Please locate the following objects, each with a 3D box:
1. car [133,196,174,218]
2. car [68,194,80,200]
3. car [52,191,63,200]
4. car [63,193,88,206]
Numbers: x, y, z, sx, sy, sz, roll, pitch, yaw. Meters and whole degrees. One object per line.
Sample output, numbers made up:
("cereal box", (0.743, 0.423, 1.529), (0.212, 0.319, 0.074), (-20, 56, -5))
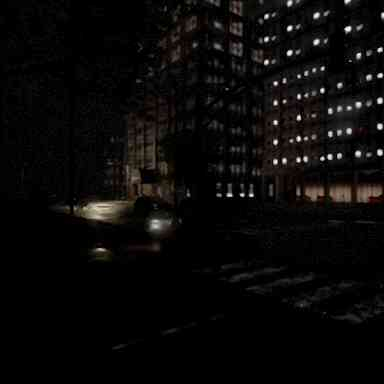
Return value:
("car", (-3.125, 1.132, 27.300), (2.097, 1.767, 4.553), (0, 0, -34))
("car", (-30.377, 1.258, 85.740), (1.994, 1.385, 4.181), (0, 0, -34))
("car", (-32.846, 1.212, 83.586), (2.128, 1.511, 4.902), (0, 0, -34))
("car", (-16.196, 1.089, 46.903), (2.097, 1.767, 4.553), (0, 0, -33))
